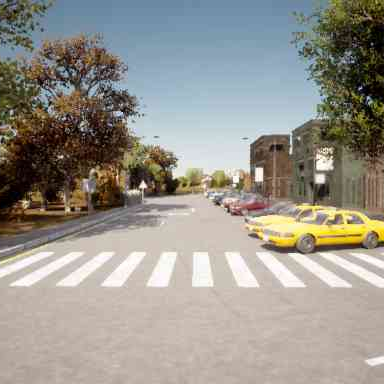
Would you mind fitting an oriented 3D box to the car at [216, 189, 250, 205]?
[{"bbox_3d":[5.466,0.924,36.836,4.553,1.767,2.185,1,1,-20],"label":"car"}]

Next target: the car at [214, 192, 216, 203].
[{"bbox_3d":[5.450,1.053,39.834,4.674,1.452,2.002,1,0,-20],"label":"car"}]

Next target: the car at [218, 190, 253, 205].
[{"bbox_3d":[5.446,0.961,33.835,4.553,1.767,2.185,1,1,-20],"label":"car"}]

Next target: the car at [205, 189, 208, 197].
[{"bbox_3d":[5.519,0.625,51.825,5.566,2.045,2.435,1,1,-20],"label":"car"}]

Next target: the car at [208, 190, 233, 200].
[{"bbox_3d":[5.680,0.599,66.857,4.553,1.767,2.185,1,1,-20],"label":"car"}]

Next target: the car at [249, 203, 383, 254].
[{"bbox_3d":[5.150,1.357,12.761,5.366,1.575,1.946,1,1,-20],"label":"car"}]

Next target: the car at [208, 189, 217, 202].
[{"bbox_3d":[5.465,0.727,42.809,5.566,2.045,2.435,1,1,-20],"label":"car"}]

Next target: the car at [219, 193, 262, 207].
[{"bbox_3d":[5.367,1.153,30.817,4.792,1.488,2.163,1,1,-20],"label":"car"}]

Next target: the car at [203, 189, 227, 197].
[{"bbox_3d":[5.746,0.302,84.895,5.566,2.045,2.435,1,0,-20],"label":"car"}]

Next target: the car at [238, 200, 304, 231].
[{"bbox_3d":[5.156,1.318,15.762,5.366,1.575,1.946,0,1,-20],"label":"car"}]

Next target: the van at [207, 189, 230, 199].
[{"bbox_3d":[5.790,0.443,72.904,4.442,1.987,1.878,1,0,-20],"label":"van"}]

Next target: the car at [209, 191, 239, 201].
[{"bbox_3d":[5.555,0.687,57.840,4.553,1.767,2.185,1,0,-20],"label":"car"}]

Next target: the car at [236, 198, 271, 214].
[{"bbox_3d":[5.347,1.283,18.826,4.892,1.521,2.231,1,1,-20],"label":"car"}]

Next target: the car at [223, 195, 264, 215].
[{"bbox_3d":[5.380,1.203,27.826,4.674,1.452,2.002,0,1,-20],"label":"car"}]

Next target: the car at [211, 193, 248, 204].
[{"bbox_3d":[5.491,0.939,48.827,4.792,1.488,2.163,1,1,-20],"label":"car"}]

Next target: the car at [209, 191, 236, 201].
[{"bbox_3d":[5.576,0.657,60.841,4.553,1.767,2.185,1,0,-20],"label":"car"}]

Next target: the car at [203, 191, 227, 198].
[{"bbox_3d":[5.529,0.605,78.806,5.366,1.575,1.946,1,1,-20],"label":"car"}]
